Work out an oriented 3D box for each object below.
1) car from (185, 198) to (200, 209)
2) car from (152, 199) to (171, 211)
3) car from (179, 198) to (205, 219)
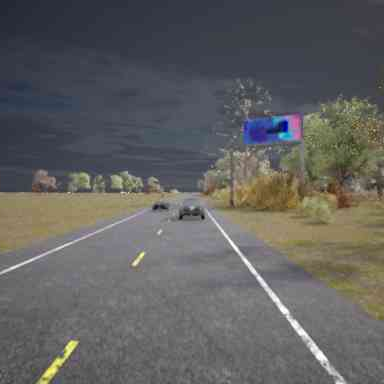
[{"bbox_3d":[0.010,1.523,44.251,1.895,1.301,4.718,0,0,0],"label":"car"},{"bbox_3d":[-3.577,1.535,39.033,1.895,1.301,4.718,0,0,0],"label":"car"},{"bbox_3d":[0.007,1.302,28.323,2.097,1.767,4.553,0,0,0],"label":"car"}]
